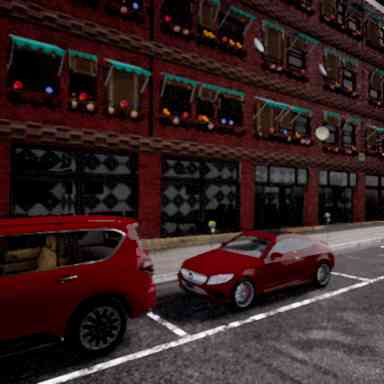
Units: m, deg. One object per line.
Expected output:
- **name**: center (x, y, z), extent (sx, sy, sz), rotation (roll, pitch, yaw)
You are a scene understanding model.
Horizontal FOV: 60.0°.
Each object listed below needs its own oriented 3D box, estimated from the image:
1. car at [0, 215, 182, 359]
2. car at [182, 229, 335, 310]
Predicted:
- **car**: center (-2.873, 1.314, 4.494), extent (5.009, 1.841, 2.192), rotation (0, 1, -35)
- **car**: center (1.661, 1.568, 7.733), extent (4.206, 1.307, 1.802), rotation (0, 1, -35)
